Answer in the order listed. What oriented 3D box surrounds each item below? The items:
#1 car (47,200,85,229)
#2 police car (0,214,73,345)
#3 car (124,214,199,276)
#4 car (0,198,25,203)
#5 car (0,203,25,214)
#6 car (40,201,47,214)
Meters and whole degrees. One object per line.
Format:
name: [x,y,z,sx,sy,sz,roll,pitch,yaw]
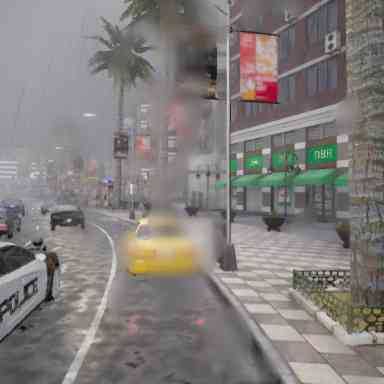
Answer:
car: [-8.067,1.471,21.297,1.882,1.535,5.008,0,0,-24]
police car: [-3.545,1.422,5.251,1.930,1.638,5.238,0,0,-7]
car: [-1.121,1.456,10.384,1.801,1.575,5.366,0,0,-11]
car: [-17.403,1.340,32.290,2.097,1.767,4.553,0,0,-27]
car: [-9.988,1.540,17.060,2.033,1.411,5.357,0,0,-22]
car: [-14.456,1.553,34.222,1.994,1.385,4.181,0,0,-27]
